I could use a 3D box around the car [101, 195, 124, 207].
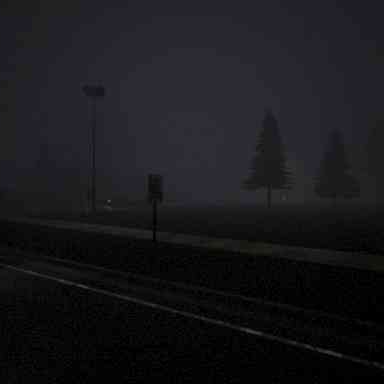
[{"bbox_3d":[-11.490,1.274,49.970,2.097,1.767,4.553,0,0,35],"label":"car"}]

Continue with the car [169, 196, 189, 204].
[{"bbox_3d":[-2.421,1.486,62.896,1.994,1.385,4.181,0,0,35],"label":"car"}]

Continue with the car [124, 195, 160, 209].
[{"bbox_3d":[-6.398,1.414,45.043,1.882,1.535,5.008,0,0,35],"label":"car"}]

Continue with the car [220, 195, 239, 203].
[{"bbox_3d":[7.310,1.287,64.544,2.097,1.767,4.553,0,0,35],"label":"car"}]
